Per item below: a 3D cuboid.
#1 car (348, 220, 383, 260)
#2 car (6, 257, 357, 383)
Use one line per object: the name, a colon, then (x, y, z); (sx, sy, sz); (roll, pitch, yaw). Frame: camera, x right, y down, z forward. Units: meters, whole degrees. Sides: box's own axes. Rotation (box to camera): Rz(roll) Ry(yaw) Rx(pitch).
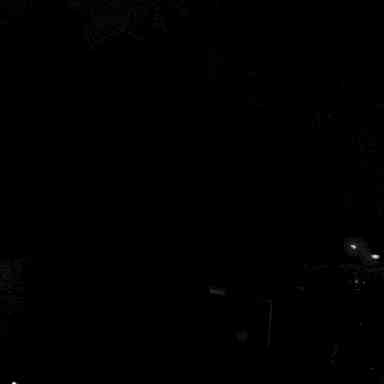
car: (7.868, 1.854, 13.450); (2.033, 1.411, 5.357); (-3, -3, 38)
car: (0.397, 1.745, 4.041); (1.895, 1.301, 4.718); (-3, -3, 39)
